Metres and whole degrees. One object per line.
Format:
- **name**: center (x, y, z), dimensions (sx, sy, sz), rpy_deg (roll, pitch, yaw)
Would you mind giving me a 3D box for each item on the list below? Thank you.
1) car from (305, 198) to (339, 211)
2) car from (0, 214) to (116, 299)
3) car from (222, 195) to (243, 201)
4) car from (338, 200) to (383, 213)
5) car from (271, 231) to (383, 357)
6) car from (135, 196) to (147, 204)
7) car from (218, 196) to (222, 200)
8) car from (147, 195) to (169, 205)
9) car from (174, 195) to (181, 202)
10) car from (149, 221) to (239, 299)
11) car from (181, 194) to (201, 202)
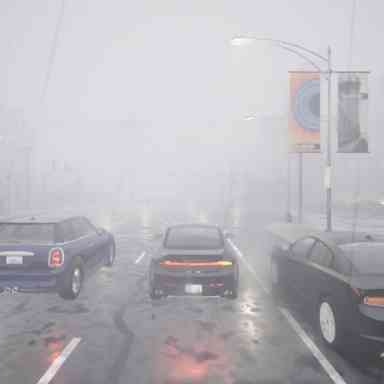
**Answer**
- **car**: center (16.361, 1.490, 40.544), dimensions (4.902, 1.511, 2.128), rpy_deg (0, 0, 0)
- **car**: center (-3.450, 1.352, 8.625), dimensions (2.097, 1.767, 4.553), rpy_deg (0, 0, 0)
- **car**: center (11.243, 1.538, 86.438), dimensions (5.357, 1.411, 2.033), rpy_deg (0, 0, -37)
- **car**: center (19.103, 1.563, 37.016), dimensions (4.181, 1.385, 1.994), rpy_deg (0, 0, 0)
- **car**: center (2.892, 1.480, 6.284), dimensions (2.097, 1.535, 5.008), rpy_deg (0, 0, 0)
- **car**: center (-8.911, 1.546, 63.138), dimensions (2.033, 1.411, 5.357), rpy_deg (0, 0, 14)
- **car**: center (8.867, 1.551, 89.053), dimensions (4.181, 1.385, 1.994), rpy_deg (0, 0, -37)
- **car**: center (-5.845, 1.350, 60.521), dimensions (2.097, 1.767, 4.553), rpy_deg (0, 0, 15)
- **car**: center (-2.322, 1.354, 77.528), dimensions (2.097, 1.767, 4.553), rpy_deg (0, 0, 33)
- **car**: center (0.049, 1.505, 8.443), dimensions (1.837, 1.490, 4.892), rpy_deg (0, 0, 0)
- **car**: center (0.190, 1.354, 75.003), dimensions (2.097, 1.767, 4.553), rpy_deg (0, 0, 33)
